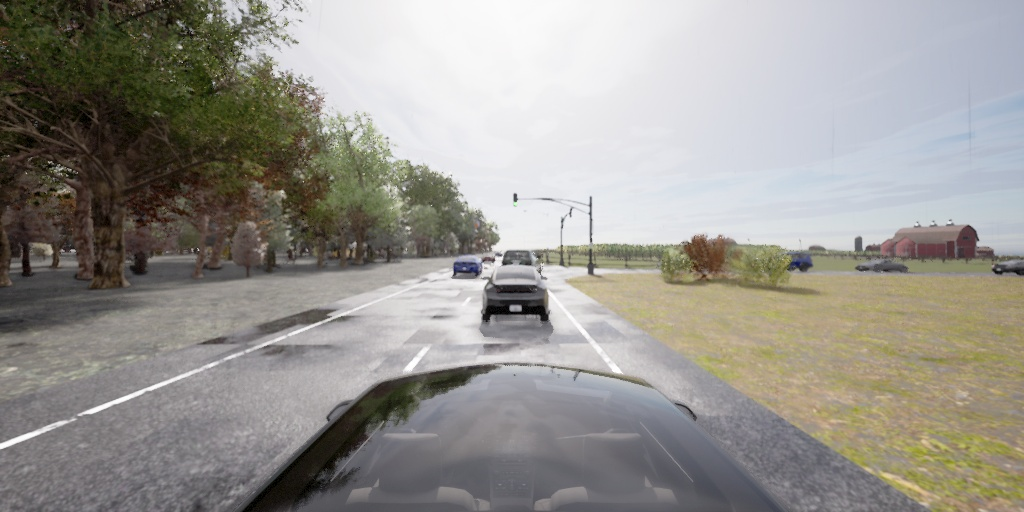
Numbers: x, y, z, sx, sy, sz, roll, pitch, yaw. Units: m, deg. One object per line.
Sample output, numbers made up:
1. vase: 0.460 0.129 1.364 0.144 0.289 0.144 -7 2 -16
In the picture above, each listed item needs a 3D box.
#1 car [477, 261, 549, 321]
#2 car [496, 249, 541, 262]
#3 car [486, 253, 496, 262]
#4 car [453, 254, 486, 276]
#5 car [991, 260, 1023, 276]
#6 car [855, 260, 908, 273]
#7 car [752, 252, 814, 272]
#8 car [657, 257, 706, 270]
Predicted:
1. car: 0.099 1.059 11.422 1.837 1.490 4.892 0 0 0
2. car: 0.738 0.517 24.669 2.150 2.045 5.566 0 1 10
3. car: -3.407 0.344 52.149 1.895 1.301 4.718 0 1 0
4. car: -3.402 0.702 28.164 1.882 1.535 5.008 0 1 0
5. car: 48.929 1.151 34.333 4.674 1.442 1.812 1 0 0
6. car: 39.019 1.069 37.955 4.181 1.385 1.994 1 0 1
7. car: 28.658 0.612 38.015 5.566 2.045 2.150 1 0 0
8. car: 17.983 0.778 38.082 4.892 1.490 1.837 1 0 1
